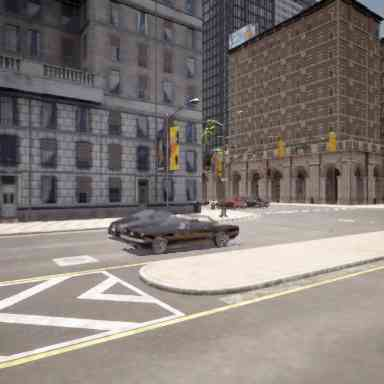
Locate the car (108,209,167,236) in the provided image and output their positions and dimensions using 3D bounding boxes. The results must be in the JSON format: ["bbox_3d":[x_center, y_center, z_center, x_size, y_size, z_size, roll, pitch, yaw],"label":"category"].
[{"bbox_3d":[-1.996,1.564,16.591,4.181,1.385,1.994,0,0,-35],"label":"car"}]

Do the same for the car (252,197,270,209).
[{"bbox_3d":[8.416,1.505,45.332,1.837,1.490,4.892,0,0,-35],"label":"car"}]

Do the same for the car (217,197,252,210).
[{"bbox_3d":[5.225,1.526,43.788,1.812,1.442,4.674,0,0,-35],"label":"car"}]

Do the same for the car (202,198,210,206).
[{"bbox_3d":[0.799,1.548,56.237,2.033,1.411,5.357,0,0,-34],"label":"car"}]

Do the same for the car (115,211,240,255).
[{"bbox_3d":[-0.393,1.601,13.444,4.718,1.301,1.895,0,0,-35],"label":"car"}]
